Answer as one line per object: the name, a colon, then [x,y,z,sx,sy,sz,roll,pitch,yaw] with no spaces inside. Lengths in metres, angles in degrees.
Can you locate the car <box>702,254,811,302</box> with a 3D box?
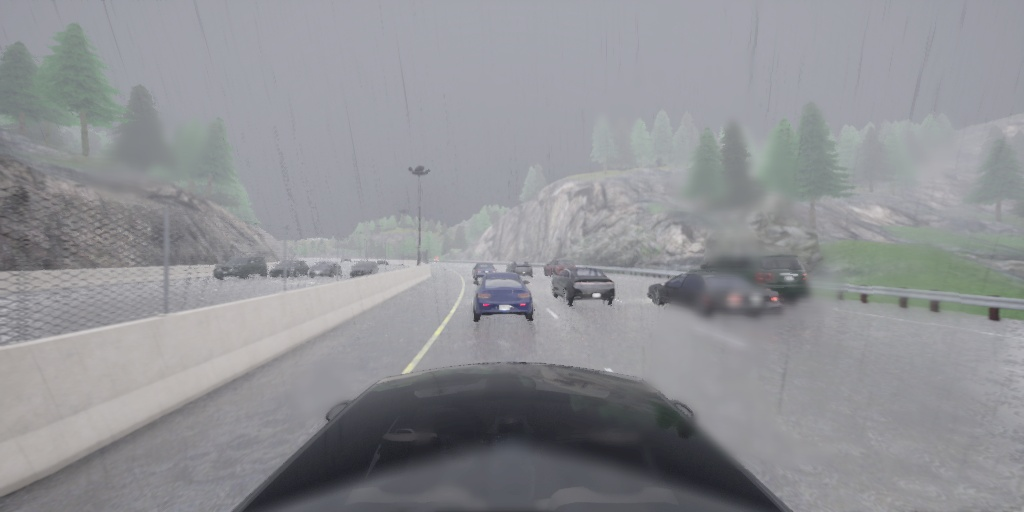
car: [9.963,0.949,15.740,2.150,2.045,5.566,0,0,-4]

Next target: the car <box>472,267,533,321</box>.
car: [-0.356,1.276,12.341,1.812,1.442,4.674,0,0,-4]

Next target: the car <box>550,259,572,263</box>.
car: [4.325,1.092,32.745,2.097,1.767,4.553,0,0,-9]

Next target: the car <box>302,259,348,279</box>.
car: [-17.353,1.280,33.604,2.128,1.511,4.902,0,0,-11]

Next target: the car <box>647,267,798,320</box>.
car: [6.690,1.282,12.566,2.033,1.411,5.357,0,0,-4]

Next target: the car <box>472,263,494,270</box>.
car: [-2.413,1.302,30.925,2.033,1.411,5.357,0,0,-9]

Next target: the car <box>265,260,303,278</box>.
car: [-21.029,1.149,34.150,2.097,1.767,4.553,0,0,-12]

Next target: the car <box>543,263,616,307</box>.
car: [2.934,1.235,15.576,2.128,1.511,4.902,0,0,-4]

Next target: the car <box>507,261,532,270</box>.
car: [0.643,1.239,33.516,2.128,1.511,4.902,0,0,-10]

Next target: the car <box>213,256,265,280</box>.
car: [-24.204,1.022,32.300,2.150,2.045,5.566,0,0,-11]

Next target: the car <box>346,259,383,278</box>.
car: [-13.850,1.286,33.916,1.837,1.490,4.892,0,0,-11]
